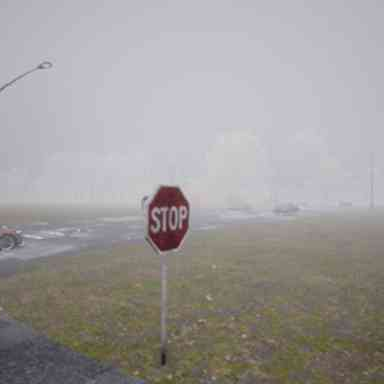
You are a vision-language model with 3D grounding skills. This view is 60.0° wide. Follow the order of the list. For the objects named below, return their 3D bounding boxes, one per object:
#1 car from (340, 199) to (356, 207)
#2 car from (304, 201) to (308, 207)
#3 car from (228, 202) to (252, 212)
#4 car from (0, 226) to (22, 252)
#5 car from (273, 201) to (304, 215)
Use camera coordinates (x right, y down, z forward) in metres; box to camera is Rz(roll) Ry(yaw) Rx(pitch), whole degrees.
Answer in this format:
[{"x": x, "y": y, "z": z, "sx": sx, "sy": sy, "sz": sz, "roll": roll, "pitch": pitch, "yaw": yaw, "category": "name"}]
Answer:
[{"x": 33.145, "y": 2.470, "z": 71.419, "sx": 1.882, "sy": 1.535, "sz": 5.008, "roll": 1, "pitch": 0, "yaw": 36, "category": "car"}, {"x": 22.018, "y": 2.405, "z": 67.957, "sx": 1.895, "sy": 1.301, "sz": 4.718, "roll": 1, "pitch": 0, "yaw": 36, "category": "car"}, {"x": 6.756, "y": 2.120, "z": 46.792, "sx": 1.994, "sy": 1.385, "sz": 4.181, "roll": 1, "pitch": 0, "yaw": 36, "category": "car"}, {"x": -8.983, "y": 1.675, "z": 13.008, "sx": 1.994, "sy": 1.385, "sz": 4.181, "roll": 0, "pitch": -1, "yaw": 36, "category": "car"}, {"x": 12.070, "y": 2.121, "z": 42.200, "sx": 2.033, "sy": 1.411, "sz": 5.357, "roll": 1, "pitch": 0, "yaw": 36, "category": "car"}]
